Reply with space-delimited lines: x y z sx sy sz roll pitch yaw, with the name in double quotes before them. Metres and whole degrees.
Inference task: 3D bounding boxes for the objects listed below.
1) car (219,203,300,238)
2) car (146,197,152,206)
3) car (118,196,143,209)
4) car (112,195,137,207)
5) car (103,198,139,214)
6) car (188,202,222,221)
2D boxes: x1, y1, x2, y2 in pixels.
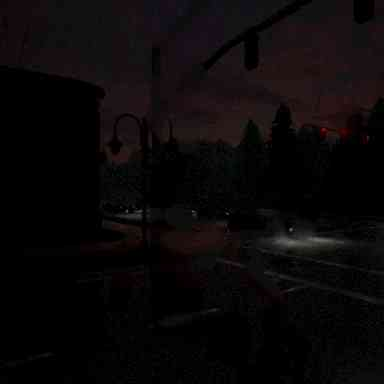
"car" 3.640 1.526 17.890 1.812 1.442 4.674 0 0 -28
"car" -7.940 1.505 53.780 1.837 1.490 4.892 0 0 -35
"car" -8.333 1.603 41.956 2.033 1.411 5.357 0 0 -35
"car" -10.506 1.352 51.337 2.097 1.767 4.553 0 0 -35
"car" -7.672 1.601 34.807 1.895 1.301 4.718 0 0 -35
"car" 1.767 1.547 27.357 2.033 1.411 5.357 0 0 -35
